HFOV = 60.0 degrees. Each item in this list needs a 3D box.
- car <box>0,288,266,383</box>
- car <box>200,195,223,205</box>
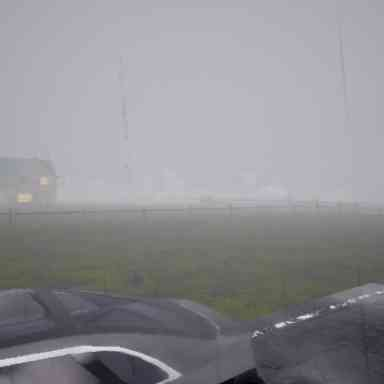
[{"bbox_3d":[-1.701,1.487,1.858,4.902,1.511,2.128,1,0,-35],"label":"car"},{"bbox_3d":[3.667,1.625,65.739,2.150,2.045,5.566,2,-1,-40],"label":"car"}]
